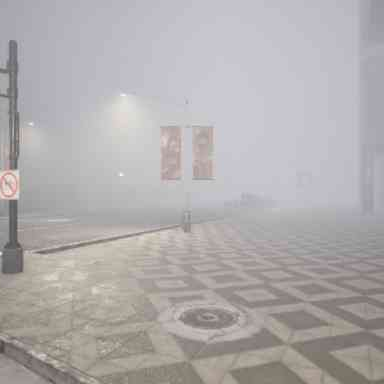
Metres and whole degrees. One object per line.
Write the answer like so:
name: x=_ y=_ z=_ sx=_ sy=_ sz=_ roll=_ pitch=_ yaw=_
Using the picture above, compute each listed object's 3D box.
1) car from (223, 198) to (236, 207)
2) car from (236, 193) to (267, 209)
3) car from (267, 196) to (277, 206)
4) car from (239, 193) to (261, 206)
car: x=6.222 y=1.570 z=49.009 sx=1.895 sy=1.301 sz=4.718 roll=0 pitch=0 yaw=27
car: x=8.272 y=1.188 z=45.791 sx=2.150 sy=2.045 sz=5.566 roll=0 pitch=0 yaw=27
car: x=12.793 y=1.448 z=55.117 sx=2.128 sy=1.511 sz=4.902 roll=0 pitch=0 yaw=26
car: x=9.886 y=1.182 z=56.572 sx=2.150 sy=2.045 sz=5.566 roll=0 pitch=0 yaw=26
